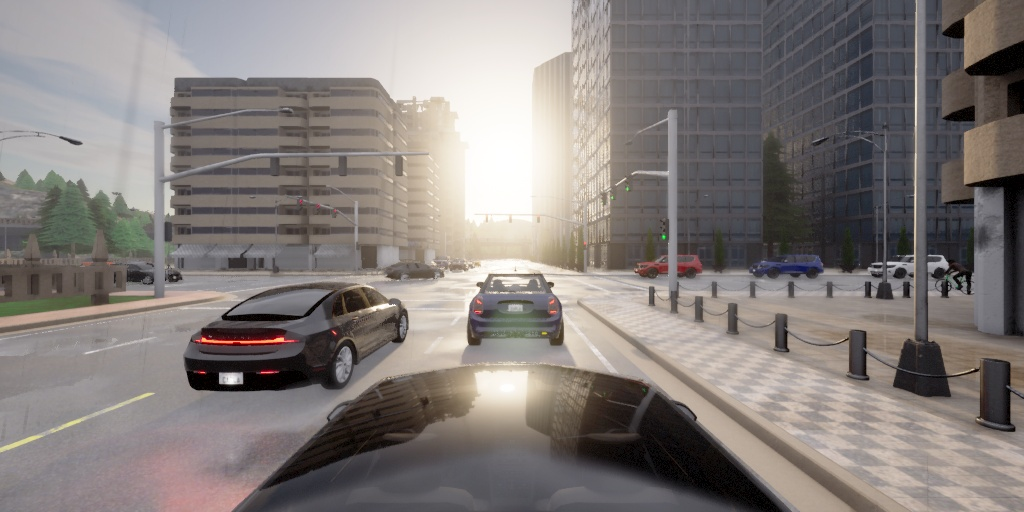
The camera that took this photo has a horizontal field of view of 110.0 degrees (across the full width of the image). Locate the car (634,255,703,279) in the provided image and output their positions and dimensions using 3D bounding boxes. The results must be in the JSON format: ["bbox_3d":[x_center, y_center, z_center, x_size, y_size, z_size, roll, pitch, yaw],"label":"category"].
[{"bbox_3d":[13.706,0.917,31.524,5.566,2.045,2.150,0,0,0],"label":"car"}]

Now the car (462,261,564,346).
[{"bbox_3d":[0.090,1.102,9.591,2.097,1.767,4.553,0,0,0],"label":"car"}]

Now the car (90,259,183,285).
[{"bbox_3d":[-25.659,1.197,24.856,4.892,1.490,1.837,1,0,3],"label":"car"}]

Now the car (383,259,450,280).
[{"bbox_3d":[-7.805,1.223,28.863,4.892,1.490,1.837,0,2,-43],"label":"car"}]

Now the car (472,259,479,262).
[{"bbox_3d":[-7.021,1.297,57.656,2.033,1.411,5.357,0,0,0],"label":"car"}]

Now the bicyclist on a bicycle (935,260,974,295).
[{"bbox_3d":[21.018,0.996,16.992,0.582,1.620,1.656,0,0,0],"label":"bicyclist on a bicycle"}]

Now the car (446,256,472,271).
[{"bbox_3d":[-7.045,1.102,48.185,2.097,1.767,4.553,0,0,0],"label":"car"}]

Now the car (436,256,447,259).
[{"bbox_3d":[-10.535,0.971,54.308,2.150,2.045,5.566,0,0,0],"label":"car"}]

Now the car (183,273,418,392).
[{"bbox_3d":[-3.427,1.255,6.819,1.837,1.490,4.892,0,0,0],"label":"car"}]

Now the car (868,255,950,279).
[{"bbox_3d":[34.655,0.916,31.384,5.566,2.045,2.150,0,0,0],"label":"car"}]

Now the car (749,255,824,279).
[{"bbox_3d":[24.026,0.916,31.455,5.566,2.045,2.150,0,0,1],"label":"car"}]
